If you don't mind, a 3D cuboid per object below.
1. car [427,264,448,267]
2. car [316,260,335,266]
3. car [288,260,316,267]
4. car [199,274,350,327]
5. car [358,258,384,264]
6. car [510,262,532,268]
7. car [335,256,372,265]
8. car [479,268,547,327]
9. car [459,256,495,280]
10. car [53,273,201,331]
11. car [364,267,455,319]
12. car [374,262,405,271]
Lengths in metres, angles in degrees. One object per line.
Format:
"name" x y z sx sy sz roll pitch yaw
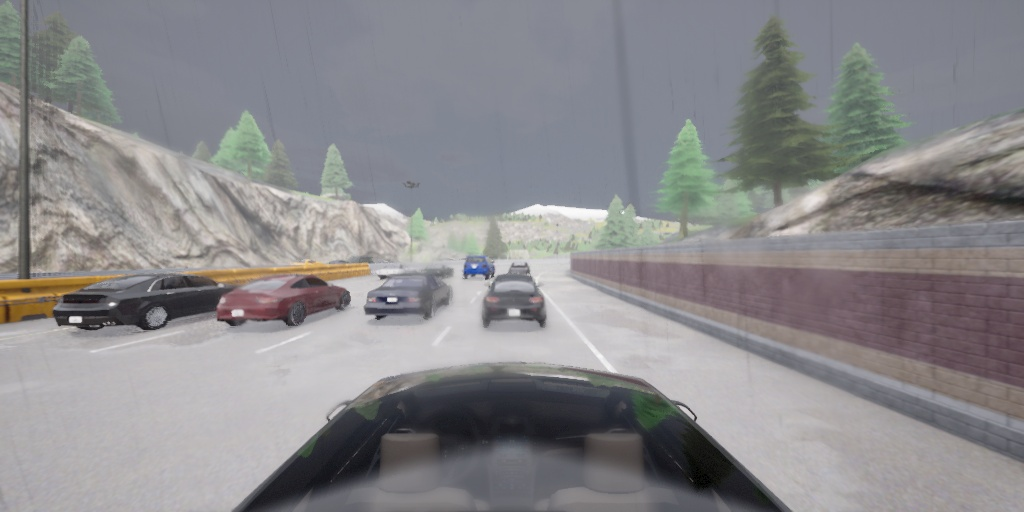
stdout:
"car" -6.389 1.359 31.276 1.895 1.301 4.718 0 0 5
"car" -24.944 1.272 51.120 1.837 1.490 4.892 0 -1 12
"car" -28.755 1.243 49.926 1.882 1.535 5.008 0 0 11
"car" -6.928 1.278 11.381 1.812 1.442 4.674 0 0 0
"car" -18.333 1.329 48.564 1.994 1.385 4.181 0 0 11
"car" 0.788 1.250 32.865 2.128 1.511 4.902 0 0 5
"car" -21.598 0.990 50.227 2.150 2.045 5.566 0 0 11
"car" 0.072 1.278 11.477 1.812 1.442 4.674 0 0 0
"car" -2.834 0.981 31.905 2.150 2.045 5.566 0 0 5
"car" -10.427 1.260 10.995 1.837 1.490 4.892 0 0 0
"car" -3.419 1.301 12.800 2.033 1.411 5.357 0 0 0
"car" -9.900 1.360 31.276 1.895 1.301 4.718 0 0 4
